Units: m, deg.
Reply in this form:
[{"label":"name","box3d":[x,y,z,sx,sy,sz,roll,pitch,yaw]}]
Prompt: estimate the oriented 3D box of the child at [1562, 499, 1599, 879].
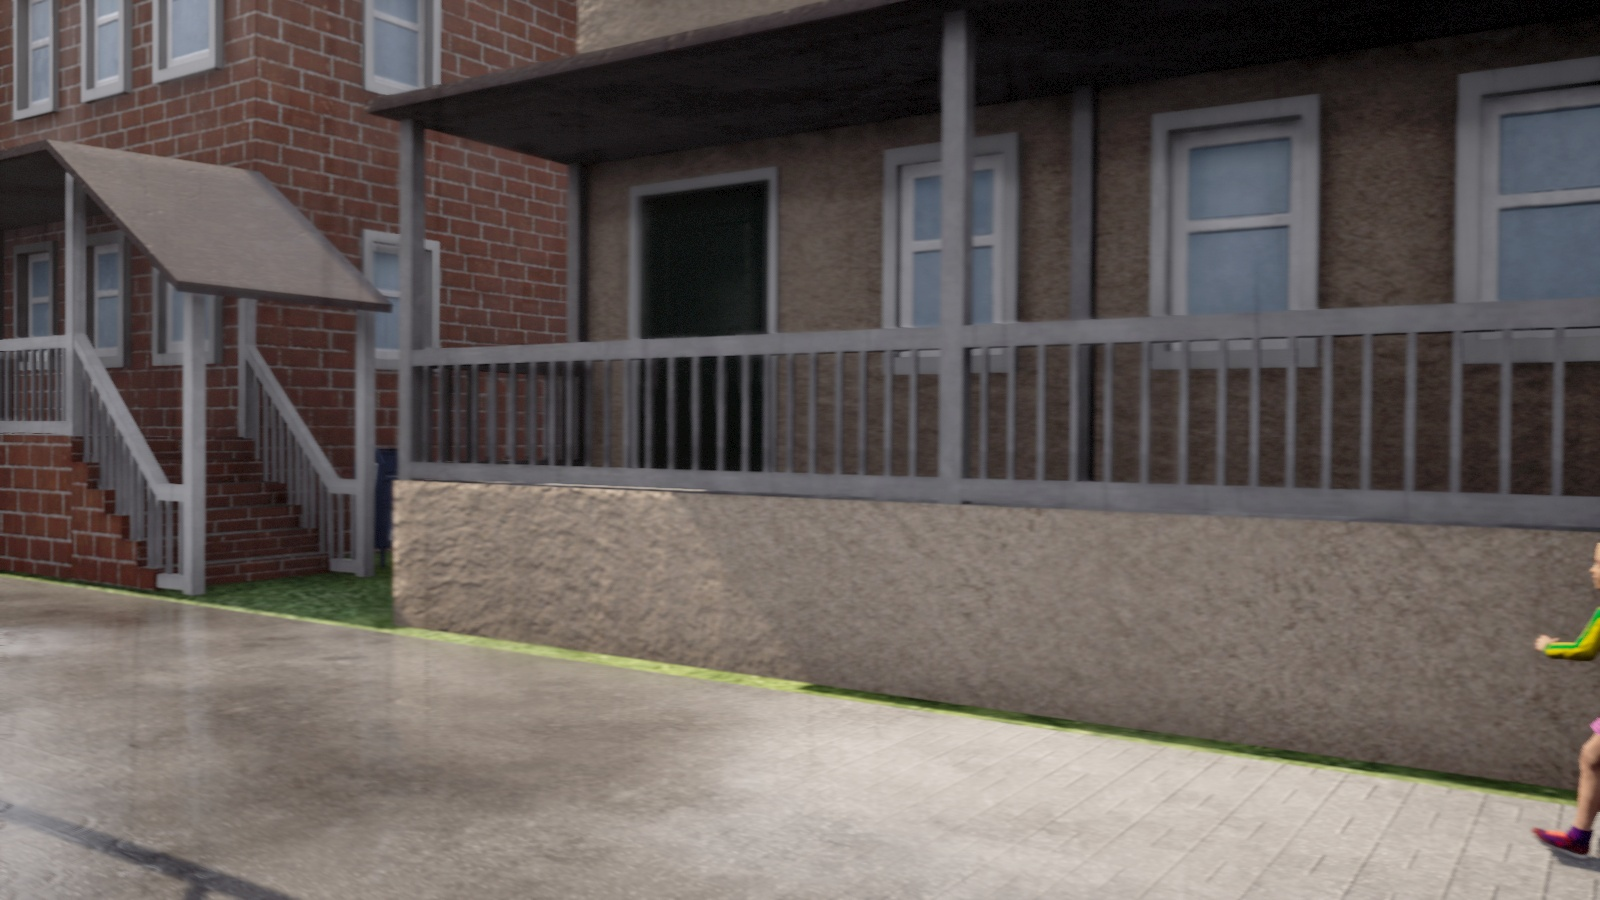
[{"label":"child","box3d":[2.667,0.744,3.887,0.473,1.160,0.299,0,1,43]}]
